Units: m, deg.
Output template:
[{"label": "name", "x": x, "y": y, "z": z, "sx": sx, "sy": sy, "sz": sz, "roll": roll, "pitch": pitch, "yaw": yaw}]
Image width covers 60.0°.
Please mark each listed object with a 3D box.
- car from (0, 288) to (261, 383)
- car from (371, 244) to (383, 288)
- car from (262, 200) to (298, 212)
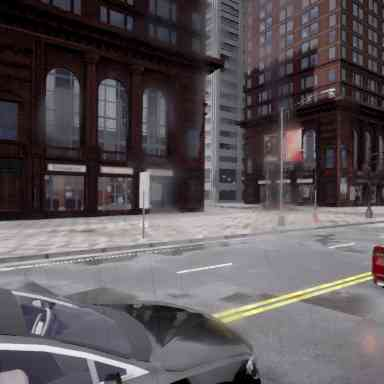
[{"label": "car", "x": -1.602, "y": 1.492, "z": 2.303, "sx": 4.902, "sy": 1.511, "sz": 2.128, "roll": 0, "pitch": 0, "yaw": -35}, {"label": "car", "x": 6.227, "y": 1.488, "z": 7.875, "sx": 5.008, "sy": 1.535, "sz": 1.882, "roll": 0, "pitch": 0, "yaw": -35}, {"label": "car", "x": 10.708, "y": 1.722, "z": 40.820, "sx": 1.812, "sy": 1.442, "sz": 4.674, "roll": 1, "pitch": -1, "yaw": -35}]
